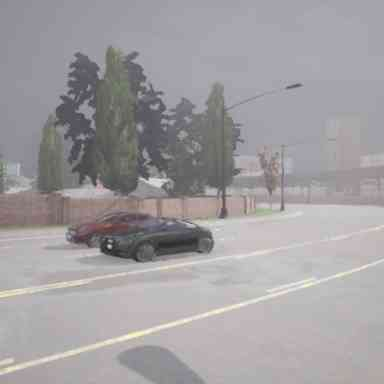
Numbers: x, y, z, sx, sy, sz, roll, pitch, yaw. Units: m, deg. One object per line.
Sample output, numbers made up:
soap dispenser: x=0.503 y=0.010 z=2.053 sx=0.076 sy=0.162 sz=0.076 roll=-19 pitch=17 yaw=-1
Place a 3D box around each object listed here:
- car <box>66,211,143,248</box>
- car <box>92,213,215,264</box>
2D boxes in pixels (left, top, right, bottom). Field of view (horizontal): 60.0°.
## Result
car: x=-3.195 y=1.598 z=15.006 sx=4.674 sy=1.442 sz=1.812 roll=1 pitch=-1 yaw=-39
car: x=-1.154 y=1.625 z=12.175 sx=4.181 sy=1.385 sz=1.994 roll=1 pitch=-1 yaw=-39
